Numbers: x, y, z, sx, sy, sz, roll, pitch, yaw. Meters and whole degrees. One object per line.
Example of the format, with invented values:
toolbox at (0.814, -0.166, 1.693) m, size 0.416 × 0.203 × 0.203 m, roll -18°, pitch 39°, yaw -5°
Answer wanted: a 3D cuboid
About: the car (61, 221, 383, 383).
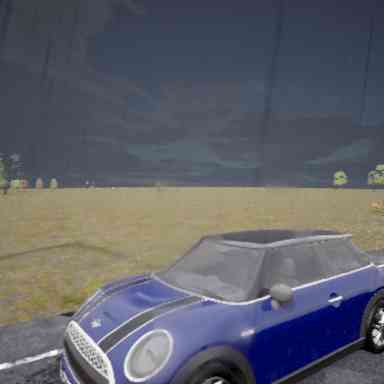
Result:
car at (0.712, 1.354, 4.497) m, size 4.553 × 1.767 × 2.097 m, roll 0°, pitch 0°, yaw -35°
